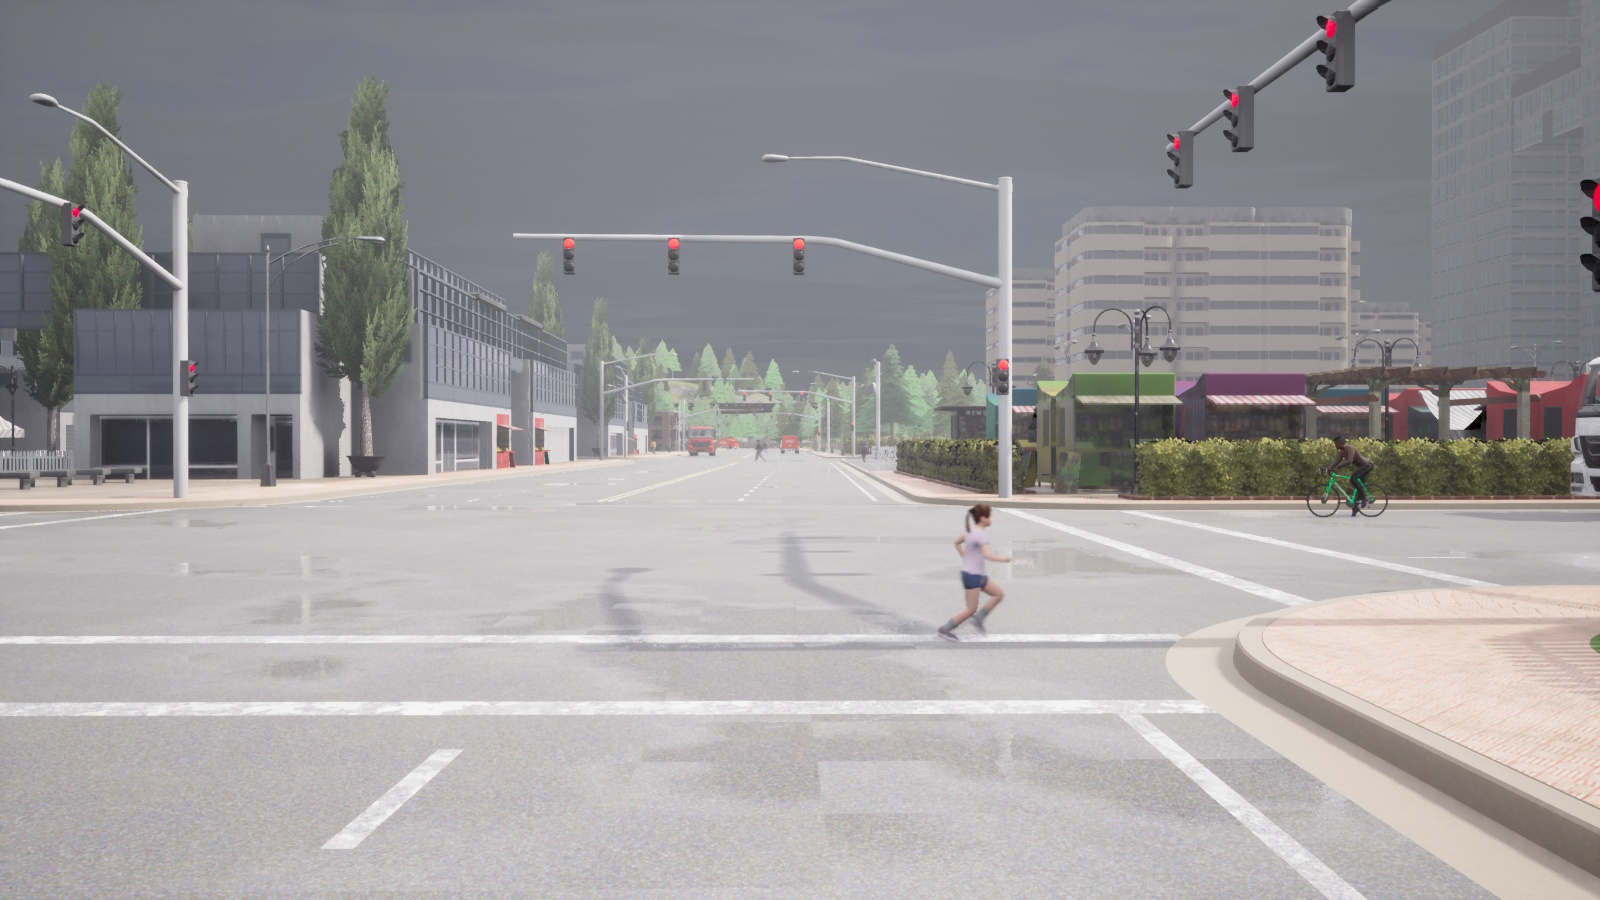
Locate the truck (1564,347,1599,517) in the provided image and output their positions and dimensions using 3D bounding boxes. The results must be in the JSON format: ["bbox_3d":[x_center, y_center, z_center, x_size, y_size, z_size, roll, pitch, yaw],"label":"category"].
[{"bbox_3d":[20.193,-0.362,25.251,7.936,3.462,2.891,0,0,-1],"label":"truck"}]

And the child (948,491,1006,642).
[{"bbox_3d":[1.329,0.872,9.450,0.394,1.110,0.255,0,0,-1],"label":"child"}]

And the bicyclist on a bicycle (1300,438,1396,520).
[{"bbox_3d":[10.932,0.567,25.075,1.656,1.620,0.582,0,0,-1],"label":"bicyclist on a bicycle"}]
